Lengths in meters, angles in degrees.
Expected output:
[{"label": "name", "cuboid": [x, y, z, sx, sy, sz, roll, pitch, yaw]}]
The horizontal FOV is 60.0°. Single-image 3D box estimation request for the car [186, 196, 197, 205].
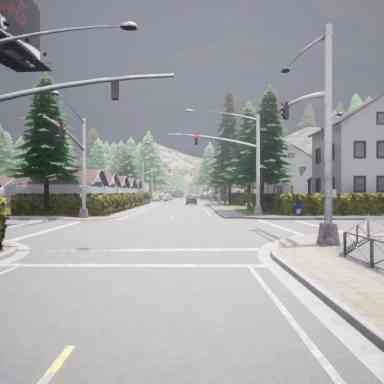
[{"label": "car", "cuboid": [-0.091, 1.505, 59.254, 1.837, 1.490, 4.892, 0, 0, 0]}]
